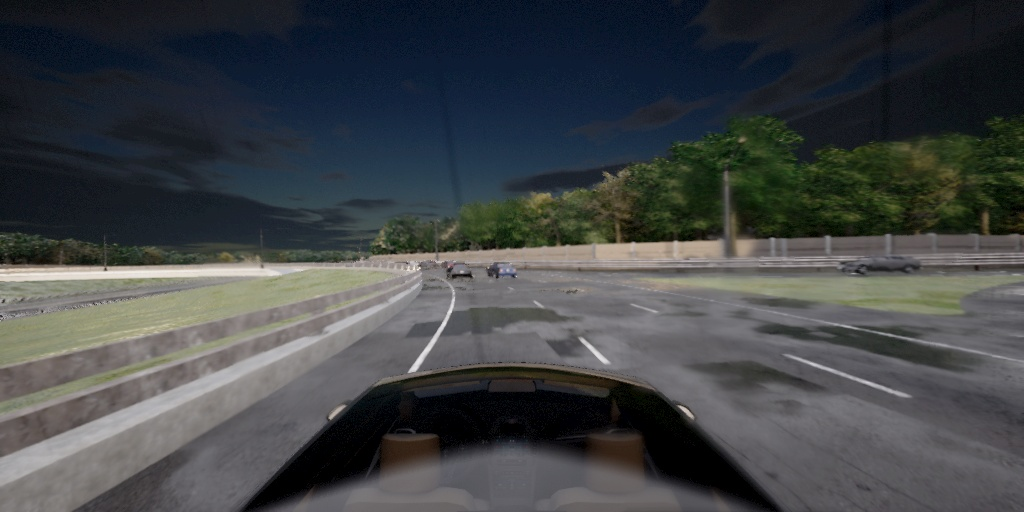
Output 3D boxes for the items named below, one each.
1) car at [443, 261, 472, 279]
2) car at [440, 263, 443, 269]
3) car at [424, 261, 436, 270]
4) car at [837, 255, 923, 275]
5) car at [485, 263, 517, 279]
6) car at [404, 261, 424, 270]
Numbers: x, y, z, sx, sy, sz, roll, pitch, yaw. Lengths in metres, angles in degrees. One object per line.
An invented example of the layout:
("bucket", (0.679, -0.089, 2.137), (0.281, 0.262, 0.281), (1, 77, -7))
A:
("car", (-5.145, 1.411, 34.488), (1.994, 1.385, 4.181), (-1, 0, -18))
("car", (-10.906, 1.521, 62.384), (1.994, 1.385, 4.181), (-1, 0, -33))
("car", (-14.671, 1.527, 61.800), (2.128, 1.511, 4.902), (-1, 0, -35))
("car", (27.772, 0.654, 27.232), (4.902, 1.511, 2.128), (-1, 0, 12))
("car", (-1.059, 1.310, 33.231), (2.033, 1.411, 5.357), (-1, 0, -17))
("car", (-16.369, 1.599, 58.144), (1.812, 1.442, 4.674), (-1, 0, -33))
